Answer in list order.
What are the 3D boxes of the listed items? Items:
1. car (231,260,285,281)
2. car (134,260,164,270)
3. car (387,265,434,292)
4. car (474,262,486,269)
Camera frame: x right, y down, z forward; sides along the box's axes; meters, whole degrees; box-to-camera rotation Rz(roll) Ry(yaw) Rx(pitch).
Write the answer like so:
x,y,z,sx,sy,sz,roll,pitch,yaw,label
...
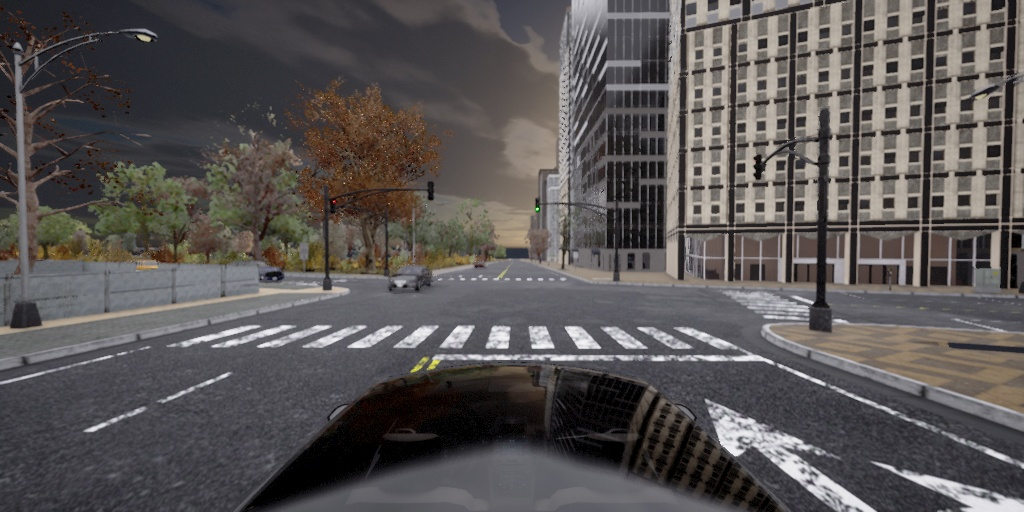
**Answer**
x,y,z,sx,sy,sz,roll,pitch,yaw,label
-20.099,1.118,28.041,4.553,1.767,2.097,0,1,21,car
-33.655,1.150,33.346,5.008,1.535,1.882,0,1,21,car
-6.278,1.344,22.609,2.128,1.511,4.902,0,1,1,car
-5.825,1.709,64.868,1.895,1.301,4.718,0,0,1,car
